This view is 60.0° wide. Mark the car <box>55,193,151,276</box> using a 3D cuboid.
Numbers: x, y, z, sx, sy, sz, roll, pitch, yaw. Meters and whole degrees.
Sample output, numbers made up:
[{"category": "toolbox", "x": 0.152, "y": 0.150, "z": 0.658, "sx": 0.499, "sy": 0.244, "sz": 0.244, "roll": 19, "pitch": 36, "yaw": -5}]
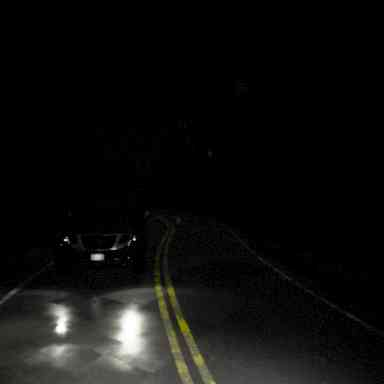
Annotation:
[{"category": "car", "x": -2.485, "y": 1.089, "z": 10.357, "sx": 2.150, "sy": 2.045, "sz": 5.566, "roll": 1, "pitch": 1, "yaw": -7}]
